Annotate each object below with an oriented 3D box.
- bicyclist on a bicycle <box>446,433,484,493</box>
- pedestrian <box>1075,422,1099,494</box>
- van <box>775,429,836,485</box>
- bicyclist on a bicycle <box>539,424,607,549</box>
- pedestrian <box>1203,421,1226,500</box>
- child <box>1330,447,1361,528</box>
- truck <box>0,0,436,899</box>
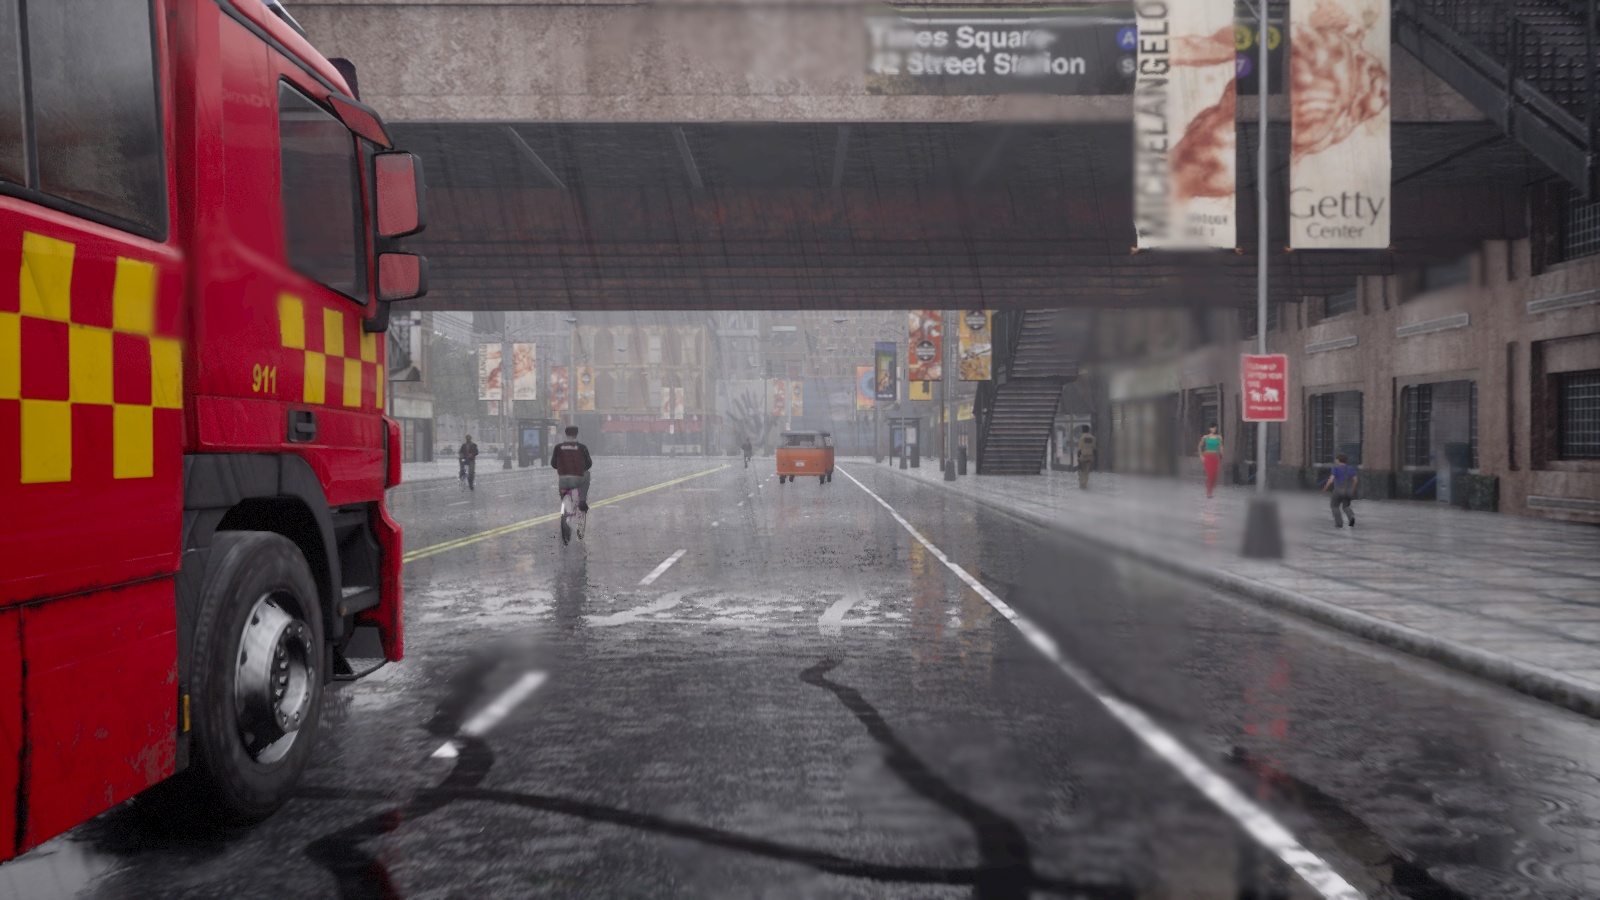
[{"bbox_3d":[-10.143,0.396,38.068,0.659,1.776,1.843,0,0,0],"label":"bicyclist on a bicycle"},{"bbox_3d":[7.755,0.219,33.967,0.396,1.930,0.692,0,0,-11],"label":"pedestrian"},{"bbox_3d":[0.262,0.236,47.014,1.775,1.987,4.442,0,0,7],"label":"van"},{"bbox_3d":[-3.364,0.509,18.739,0.659,1.776,1.843,0,1,1],"label":"bicyclist on a bicycle"},{"bbox_3d":[9.716,0.246,29.463,0.345,1.836,0.594,0,0,2],"label":"pedestrian"},{"bbox_3d":[8.546,0.580,19.666,0.270,1.263,0.437,0,0,-5],"label":"child"},{"bbox_3d":[-3.469,-0.436,2.664,2.891,3.827,8.468,0,0,0],"label":"truck"}]
